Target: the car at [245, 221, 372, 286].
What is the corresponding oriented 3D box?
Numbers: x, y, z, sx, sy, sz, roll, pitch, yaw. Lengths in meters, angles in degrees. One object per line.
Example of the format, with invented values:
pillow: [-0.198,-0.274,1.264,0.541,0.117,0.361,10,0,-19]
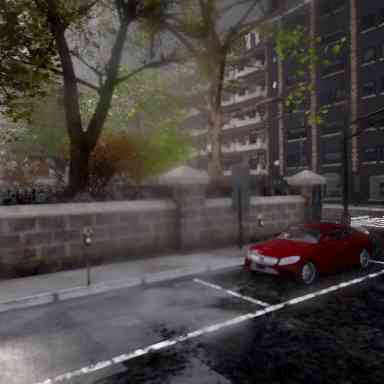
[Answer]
car: [3.304,1.483,9.038,4.206,1.307,1.802,-1,0,-36]
